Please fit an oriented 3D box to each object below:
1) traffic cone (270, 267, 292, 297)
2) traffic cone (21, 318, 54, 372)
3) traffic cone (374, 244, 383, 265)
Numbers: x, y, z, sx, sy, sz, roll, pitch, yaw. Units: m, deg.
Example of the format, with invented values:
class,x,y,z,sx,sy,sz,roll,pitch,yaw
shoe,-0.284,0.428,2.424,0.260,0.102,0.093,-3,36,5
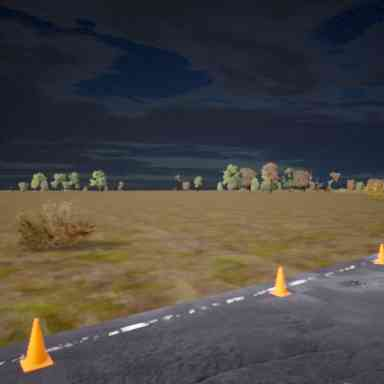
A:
class,x,y,z,sx,sy,sz,roll,pitch,yaw
traffic cone,1.954,1.938,7.307,0.340,0.580,0.340,0,0,-37
traffic cone,-2.037,1.957,4.372,0.340,0.580,0.340,0,0,-36
traffic cone,5.892,1.918,10.310,0.340,0.580,0.340,0,0,-38
